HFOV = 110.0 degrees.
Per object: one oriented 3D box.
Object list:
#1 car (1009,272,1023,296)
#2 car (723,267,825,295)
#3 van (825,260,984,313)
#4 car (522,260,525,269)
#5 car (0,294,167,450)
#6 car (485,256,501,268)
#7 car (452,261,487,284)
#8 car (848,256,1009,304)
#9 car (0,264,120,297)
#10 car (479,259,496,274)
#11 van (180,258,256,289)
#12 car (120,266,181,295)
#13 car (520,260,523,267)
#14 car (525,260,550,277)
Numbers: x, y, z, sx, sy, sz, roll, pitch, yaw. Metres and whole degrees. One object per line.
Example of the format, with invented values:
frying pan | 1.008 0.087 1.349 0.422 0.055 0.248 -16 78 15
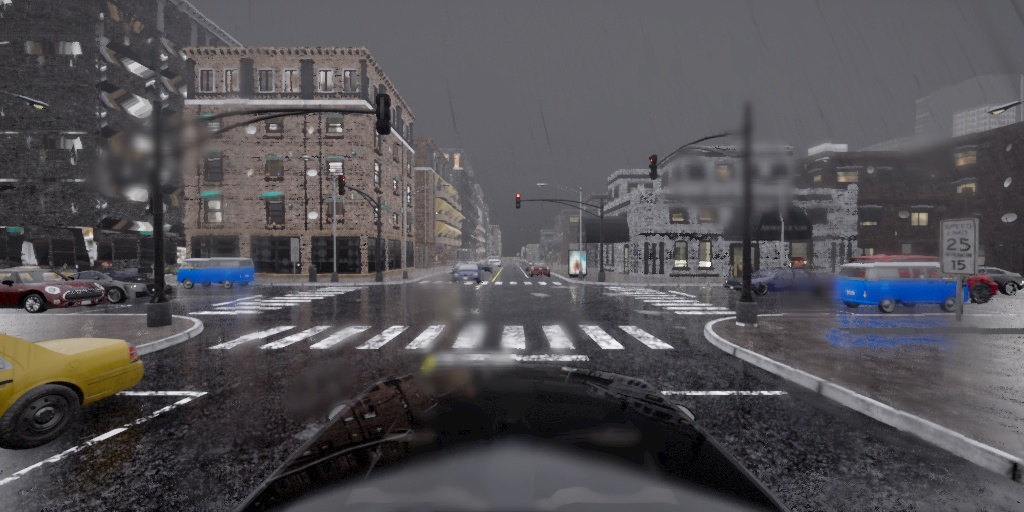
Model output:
car | 24.410 1.290 19.408 4.902 1.511 2.128 0 0 0
car | 14.485 1.320 19.324 5.357 1.411 2.033 0 0 -1
van | 14.639 1.156 13.538 3.998 1.789 1.690 0 0 -1
car | 2.626 1.347 46.615 1.802 1.307 4.207 0 0 0
car | -5.692 1.275 2.573 1.751 1.417 4.829 0 0 0
car | -3.127 1.006 64.421 2.150 2.045 5.566 0 0 0
car | -3.133 1.263 26.411 1.812 1.442 4.674 0 -1 0
car | 17.996 1.028 16.098 5.566 2.045 2.150 0 0 -1
car | -17.738 1.190 13.251 4.097 1.591 1.967 0 0 -1
car | -3.156 1.361 41.571 1.895 1.301 4.718 0 0 0
van | -17.793 1.030 21.632 3.998 1.789 1.690 0 0 -1
car | -17.753 1.295 15.835 4.181 1.385 1.994 0 0 -1
car | 2.618 1.320 52.312 2.007 1.370 4.403 0 0 0
car | 2.643 1.195 35.222 1.967 1.591 4.097 0 0 0
